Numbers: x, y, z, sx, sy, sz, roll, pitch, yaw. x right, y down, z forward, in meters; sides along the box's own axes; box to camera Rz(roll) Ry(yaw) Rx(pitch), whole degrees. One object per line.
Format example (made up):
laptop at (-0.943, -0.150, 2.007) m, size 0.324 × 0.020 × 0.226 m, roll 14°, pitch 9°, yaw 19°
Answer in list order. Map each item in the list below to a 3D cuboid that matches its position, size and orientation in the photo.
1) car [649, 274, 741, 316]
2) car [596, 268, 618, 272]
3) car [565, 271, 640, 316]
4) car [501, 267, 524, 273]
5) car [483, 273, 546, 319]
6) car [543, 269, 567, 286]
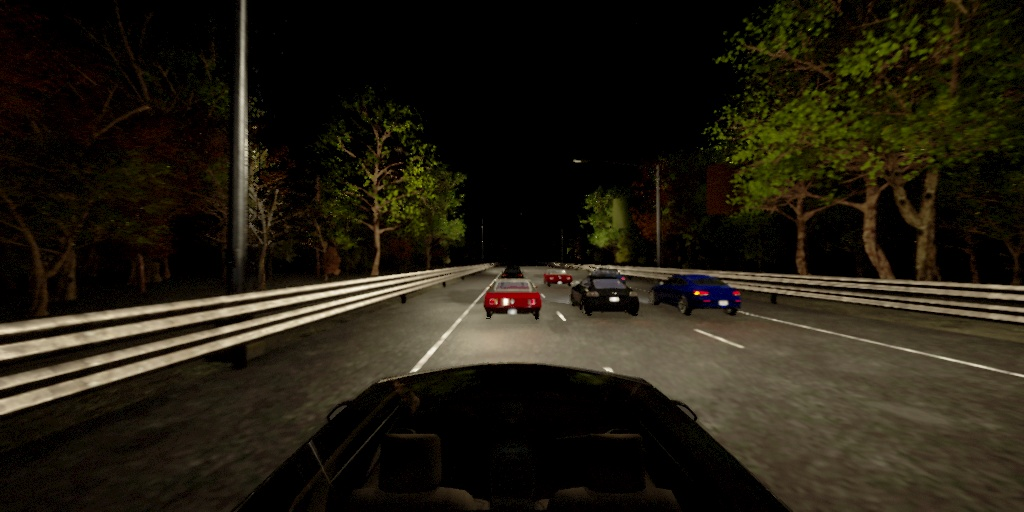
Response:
car at (7.047, 1.442, 14.219) m, size 1.812 × 1.442 × 4.674 m, roll 0°, pitch -1°, yaw 0°
car at (7.024, 1.631, 26.978) m, size 2.033 × 1.411 × 5.357 m, roll 0°, pitch -1°, yaw 1°
car at (3.550, 1.483, 14.386) m, size 1.994 × 1.385 × 4.181 m, roll 0°, pitch -1°, yaw 0°
car at (0.051, 1.645, 29.833) m, size 1.812 × 1.442 × 4.674 m, roll 0°, pitch 0°, yaw 0°
car at (0.043, 1.508, 13.548) m, size 1.895 × 1.301 × 4.718 m, roll 0°, pitch -1°, yaw 1°
car at (3.541, 1.704, 28.545) m, size 1.895 × 1.301 × 4.718 m, roll 0°, pitch -1°, yaw 1°
